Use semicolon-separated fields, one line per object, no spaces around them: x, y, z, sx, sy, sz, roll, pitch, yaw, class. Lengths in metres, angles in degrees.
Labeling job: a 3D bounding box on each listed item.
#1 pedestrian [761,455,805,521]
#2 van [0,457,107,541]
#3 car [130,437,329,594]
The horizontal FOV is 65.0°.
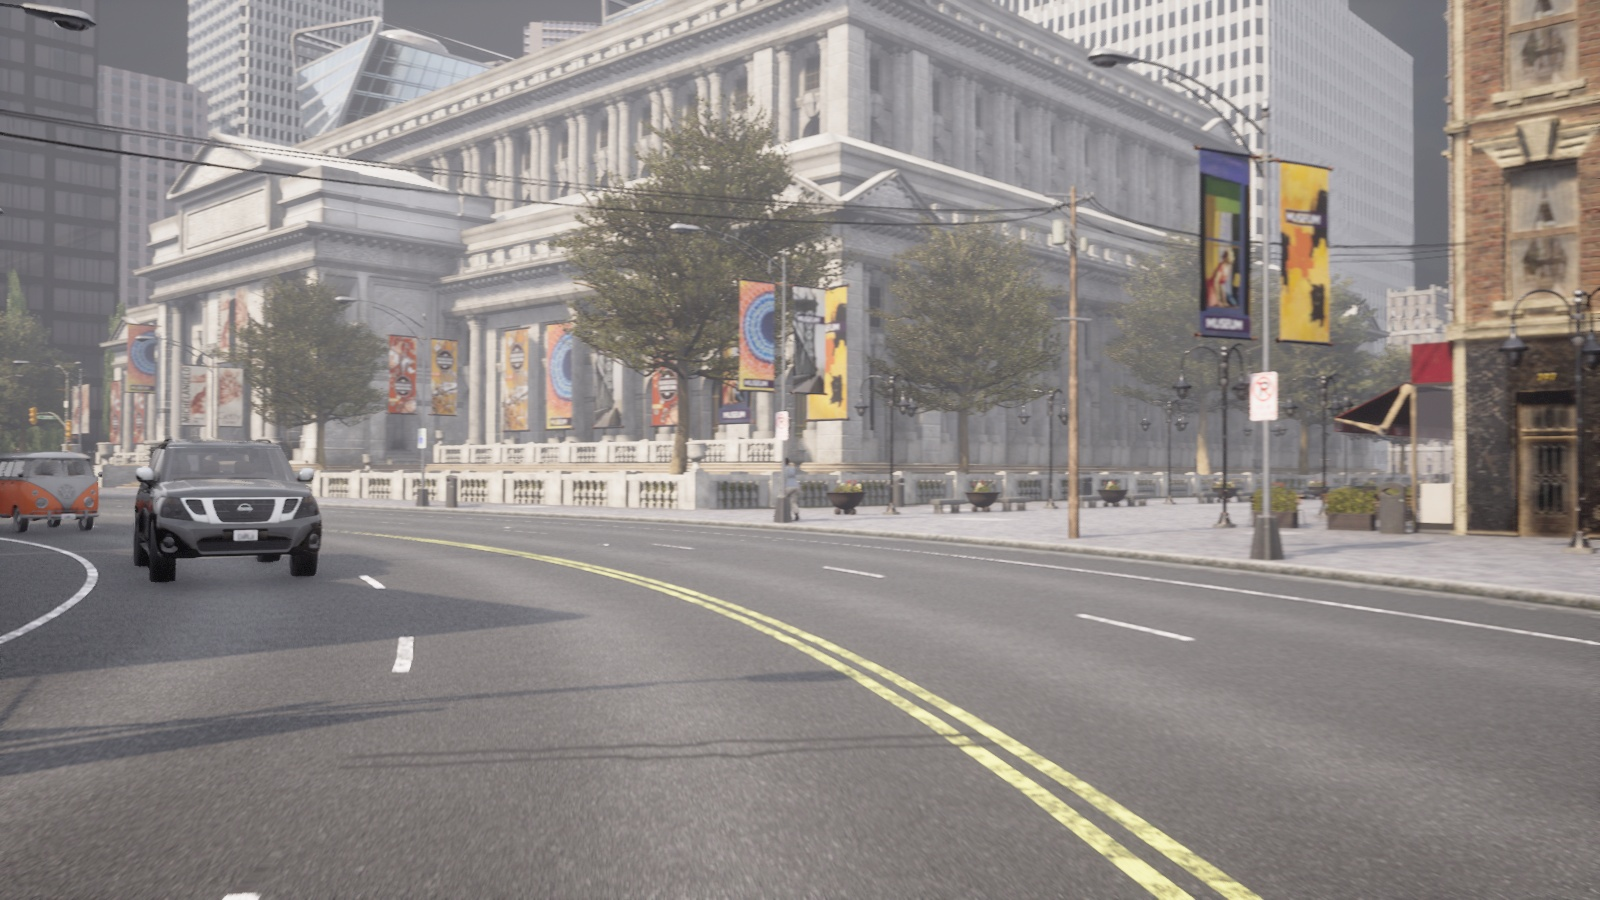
-0.483;1.065;35.477;0.874;1.855;0.900;1;-1;-44;pedestrian
-19.374;1.203;31.930;4.442;1.987;1.775;-1;-1;43;van
-8.924;0.904;19.333;2.150;2.045;5.566;0;-1;-31;car
